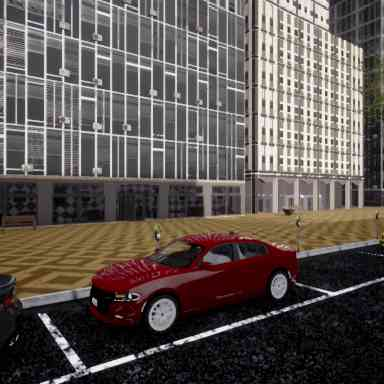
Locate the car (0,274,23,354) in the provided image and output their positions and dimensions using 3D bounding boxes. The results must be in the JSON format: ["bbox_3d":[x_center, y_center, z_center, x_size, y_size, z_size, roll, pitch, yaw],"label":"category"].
[{"bbox_3d":[-4.265,1.551,3.520,4.403,1.369,2.008,0,0,-35],"label":"car"}]

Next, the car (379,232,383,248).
[{"bbox_3d":[9.125,1.529,13.038,4.829,1.417,1.752,0,0,-35],"label":"car"}]

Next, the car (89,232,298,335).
[{"bbox_3d":[0.244,1.545,6.726,4.507,1.381,1.887,0,0,-35],"label":"car"}]
